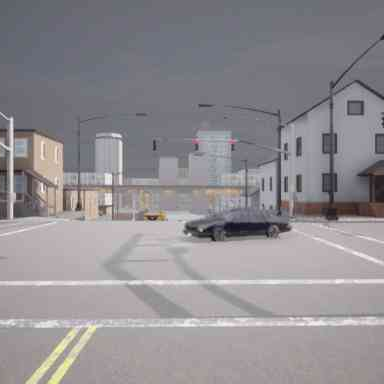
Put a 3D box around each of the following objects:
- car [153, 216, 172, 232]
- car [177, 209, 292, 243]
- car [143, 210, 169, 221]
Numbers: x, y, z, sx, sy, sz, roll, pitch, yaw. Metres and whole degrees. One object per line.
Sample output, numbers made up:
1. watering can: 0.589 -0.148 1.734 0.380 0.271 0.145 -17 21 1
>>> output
1. car: -3.790 4.234 43.744 2.128 1.511 4.902 0 -13 -1
2. car: 2.259 1.523 15.958 5.357 1.411 2.033 1 0 -26
3. car: -3.680 2.535 33.521 1.882 1.535 5.008 0 -9 1
